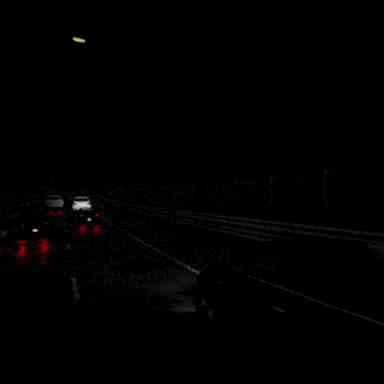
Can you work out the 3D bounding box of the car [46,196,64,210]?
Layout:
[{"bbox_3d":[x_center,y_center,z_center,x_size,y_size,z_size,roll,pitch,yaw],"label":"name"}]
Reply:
[{"bbox_3d":[-19.906,1.544,48.361,2.150,2.045,5.566,0,0,-20],"label":"car"}]

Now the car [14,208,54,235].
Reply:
[{"bbox_3d":[-9.789,1.915,21.116,1.895,1.301,4.718,1,-1,-21],"label":"car"}]

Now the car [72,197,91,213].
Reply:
[{"bbox_3d":[-14.271,1.604,42.944,2.150,2.045,5.566,1,0,-19],"label":"car"}]

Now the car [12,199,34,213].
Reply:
[{"bbox_3d":[-21.537,1.668,42.641,2.097,1.767,4.553,1,0,-20],"label":"car"}]

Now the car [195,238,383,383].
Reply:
[{"bbox_3d":[1.712,1.442,4.753,2.097,1.767,4.553,1,-1,-22],"label":"car"}]

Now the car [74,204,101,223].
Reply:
[{"bbox_3d":[-9.268,1.995,29.606,1.895,1.301,4.718,1,0,-20],"label":"car"}]
